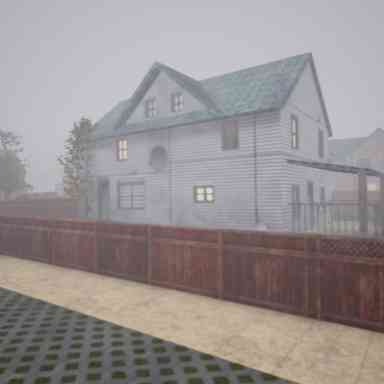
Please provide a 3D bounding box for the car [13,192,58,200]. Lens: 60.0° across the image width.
[{"bbox_3d":[-14.870,1.087,30.441,2.150,2.045,5.566,-1,1,36],"label":"car"}]
